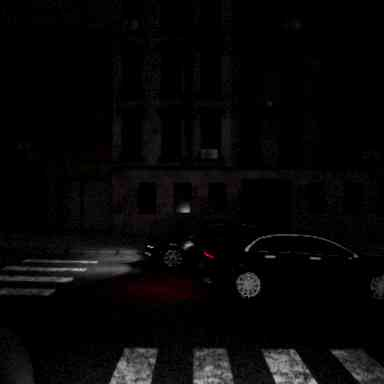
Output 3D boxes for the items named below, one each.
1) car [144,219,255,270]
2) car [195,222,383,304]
[{"bbox_3d":[0.902,1.681,10.995,4.892,1.490,1.837,1,-1,0],"label":"car"},{"bbox_3d":[2.618,1.660,8.041,4.892,1.490,1.837,1,-1,0],"label":"car"}]
